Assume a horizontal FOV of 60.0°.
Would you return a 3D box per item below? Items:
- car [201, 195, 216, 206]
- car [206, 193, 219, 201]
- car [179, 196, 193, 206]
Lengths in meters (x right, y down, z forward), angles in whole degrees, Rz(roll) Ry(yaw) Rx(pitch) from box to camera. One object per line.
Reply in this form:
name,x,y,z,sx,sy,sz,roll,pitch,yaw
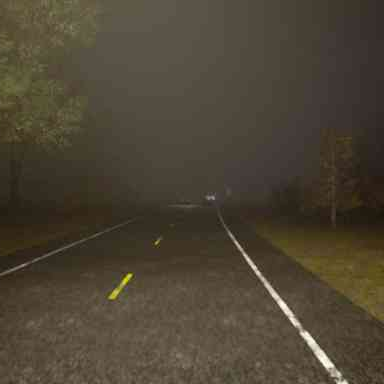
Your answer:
car,2.446,1.543,52.797,1.895,1.301,4.718,0,0,5
car,3.876,1.140,68.401,2.150,2.045,5.566,0,0,7
car,-1.026,1.467,55.327,1.812,1.442,4.674,0,0,5
